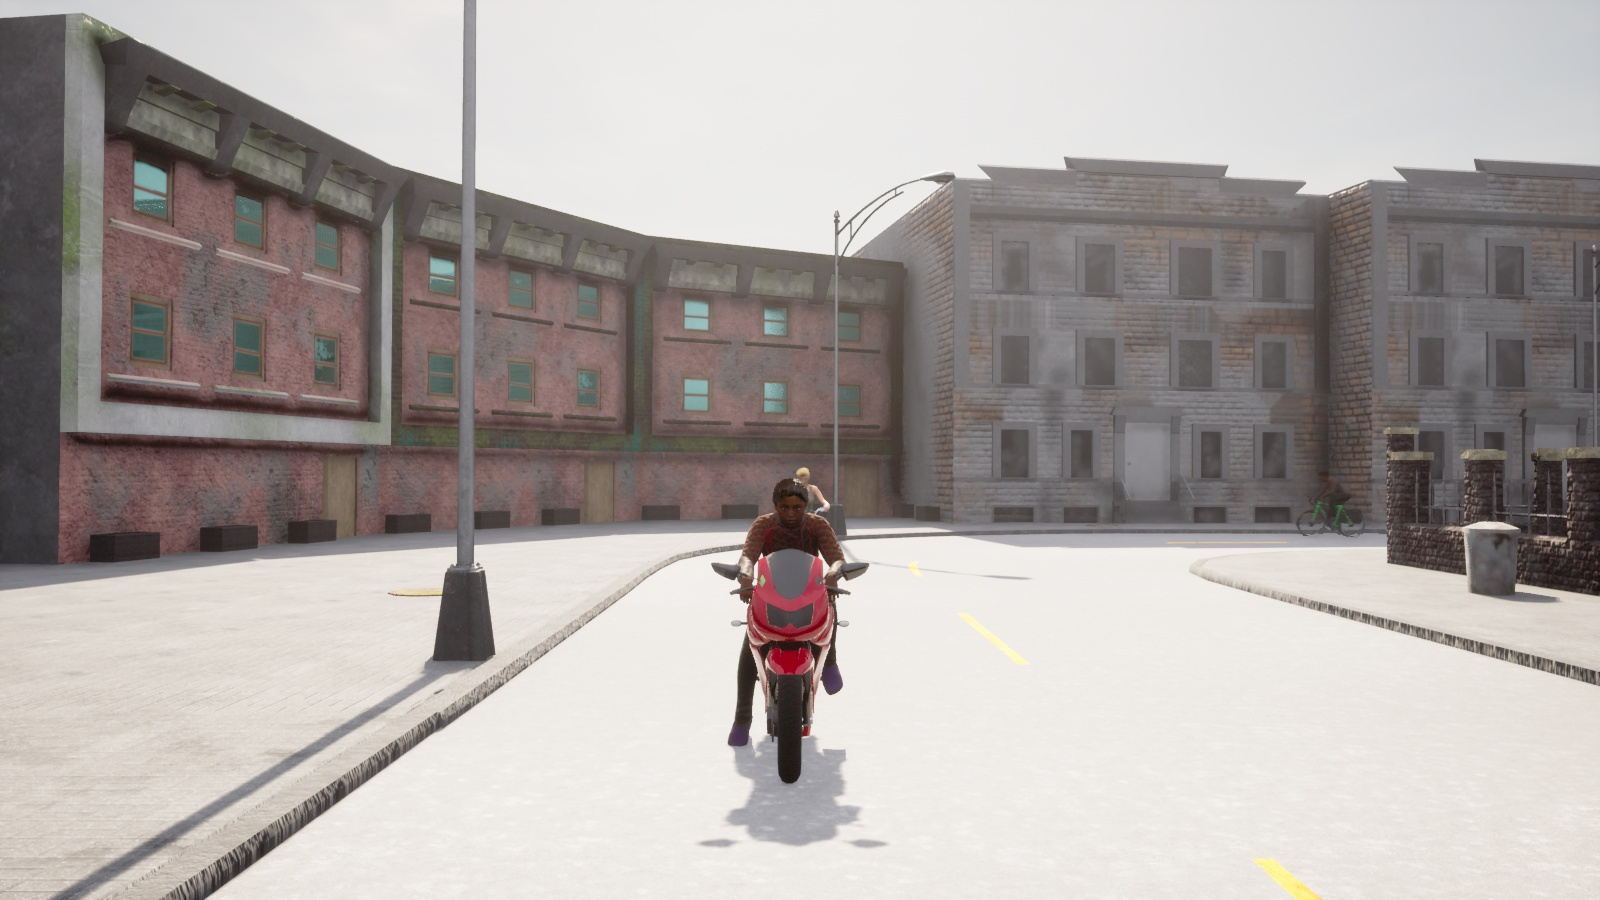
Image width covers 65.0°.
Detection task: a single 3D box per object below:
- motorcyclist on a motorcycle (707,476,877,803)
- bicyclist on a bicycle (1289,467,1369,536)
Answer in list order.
[{"bbox_3d":[-0.047,0.913,6.946,0.797,1.523,2.044,0,-1,0],"label":"motorcyclist on a motorcycle"},{"bbox_3d":[12.685,1.222,30.153,1.656,1.620,0.582,-1,-1,0],"label":"bicyclist on a bicycle"}]
